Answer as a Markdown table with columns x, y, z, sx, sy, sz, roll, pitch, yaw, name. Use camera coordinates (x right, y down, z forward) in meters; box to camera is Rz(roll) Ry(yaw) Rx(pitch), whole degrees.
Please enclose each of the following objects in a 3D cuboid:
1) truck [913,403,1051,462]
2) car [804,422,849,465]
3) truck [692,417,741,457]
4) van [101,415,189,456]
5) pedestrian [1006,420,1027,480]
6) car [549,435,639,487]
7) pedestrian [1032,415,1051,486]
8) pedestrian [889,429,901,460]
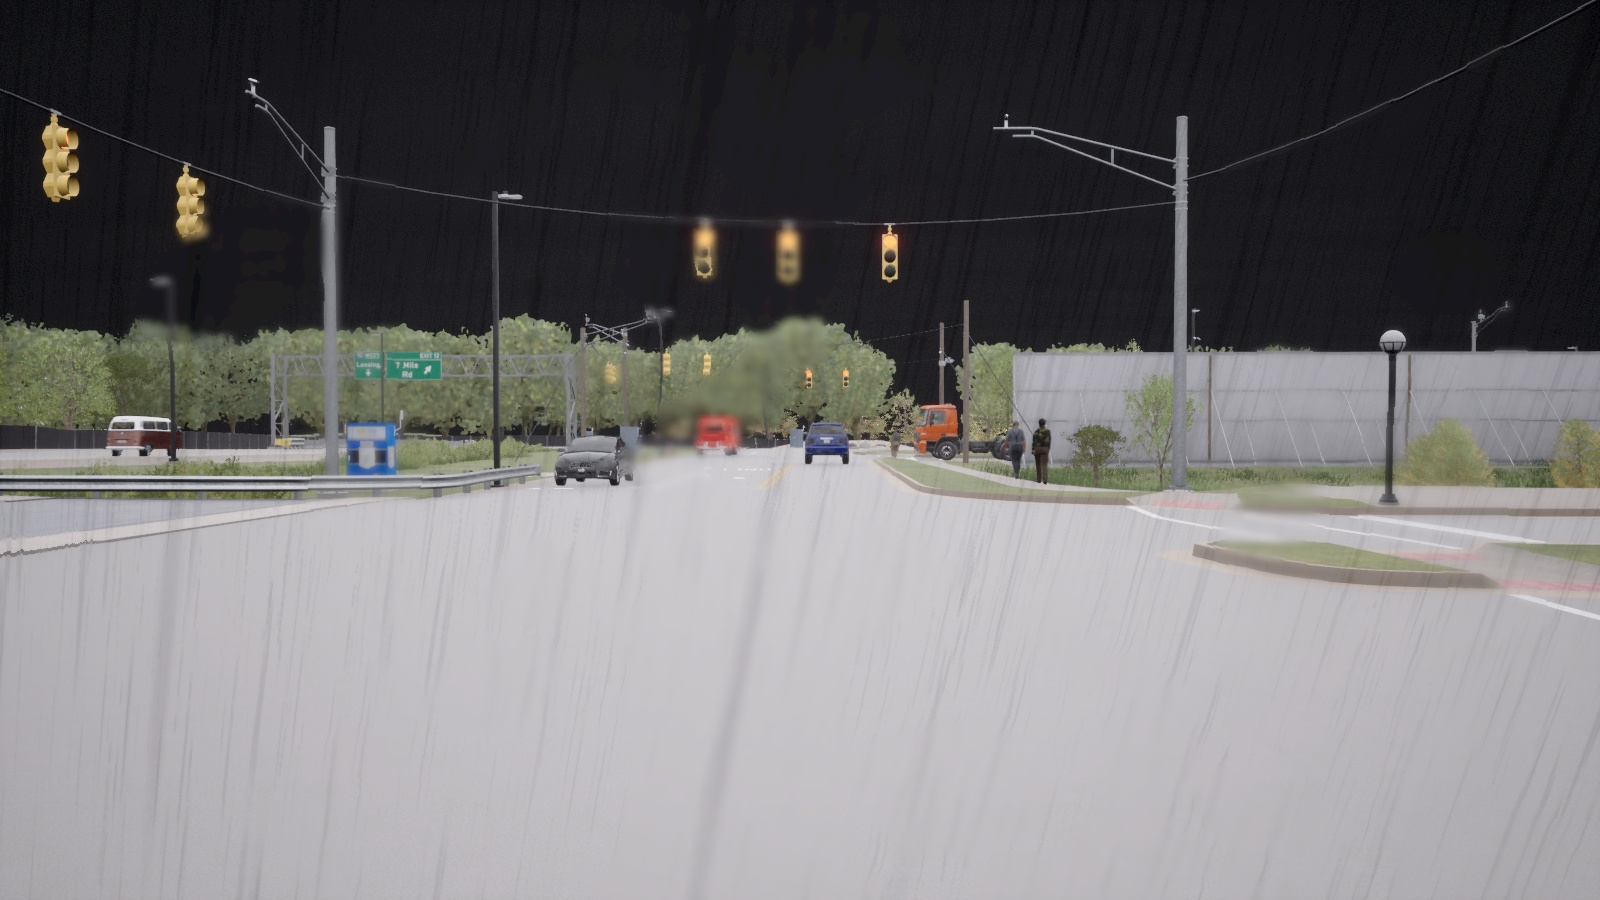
| x | y | z | sx | sy | sz | roll | pitch | yaw | name |
| --- | --- | --- | --- | --- | --- | --- | --- | --- | --- |
| 11.121 | -1.089 | 77.374 | 7.936 | 3.462 | 2.891 | 1 | 2 | -4 | truck |
| 1.360 | -0.350 | 62.966 | 2.150 | 2.045 | 5.566 | 0 | 1 | 2 | car |
| -5.210 | -0.824 | 79.432 | 2.627 | 2.467 | 5.204 | 0 | 1 | 1 | truck |
| -33.338 | -0.736 | 64.045 | 2.069 | 2.038 | 4.480 | 0 | 0 | 1 | van |
| 6.720 | -0.014 | 38.959 | 0.540 | 1.848 | 0.694 | 0 | 2 | 2 | pedestrian |
| -6.251 | 0.292 | 38.694 | 1.837 | 1.490 | 4.892 | 0 | 1 | 2 | car |
| 6.563 | 0.007 | 34.144 | 0.395 | 1.930 | 0.692 | 0 | 2 | 1 | pedestrian |
| 5.643 | -0.320 | 74.572 | 0.540 | 1.848 | 0.694 | 0 | 2 | -8 | pedestrian |
